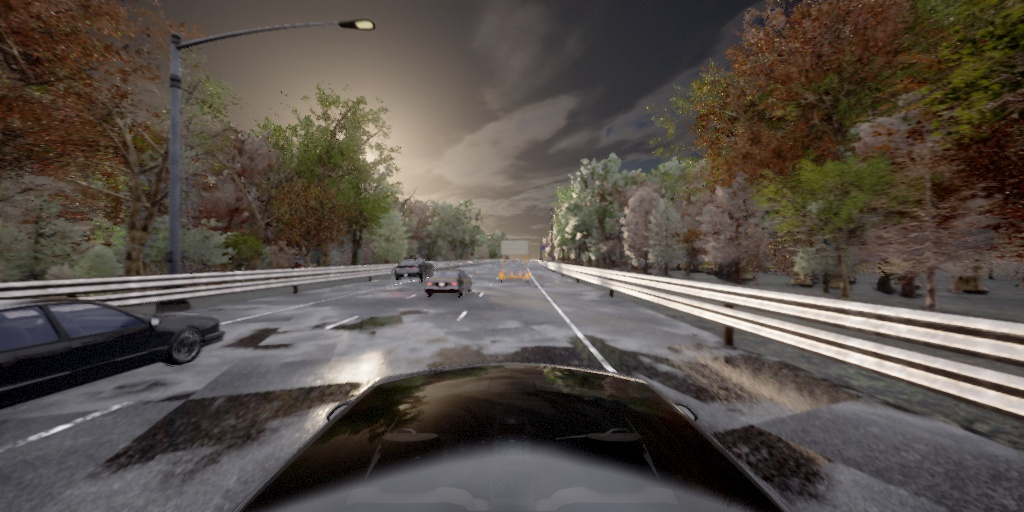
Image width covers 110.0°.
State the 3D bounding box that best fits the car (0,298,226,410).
[{"bbox_3d":[-6.876,1.303,4.967,2.033,1.411,5.357,0,0,-1],"label":"car"}]

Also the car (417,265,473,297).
[{"bbox_3d":[-3.303,1.397,19.462,2.033,1.411,5.357,0,0,1],"label":"car"}]

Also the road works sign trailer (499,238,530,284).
[{"bbox_3d":[0.210,0.372,28.515,2.380,3.560,2.880,0,0,2],"label":"road works sign trailer"}]

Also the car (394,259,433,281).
[{"bbox_3d":[-6.719,0.950,25.072,2.128,1.511,4.902,-2,1,0],"label":"car"}]
